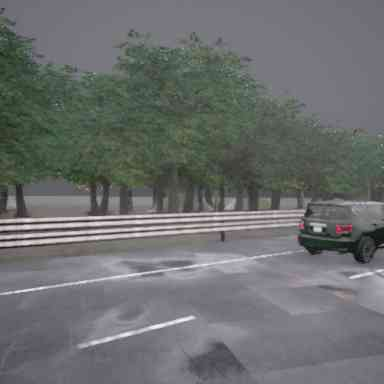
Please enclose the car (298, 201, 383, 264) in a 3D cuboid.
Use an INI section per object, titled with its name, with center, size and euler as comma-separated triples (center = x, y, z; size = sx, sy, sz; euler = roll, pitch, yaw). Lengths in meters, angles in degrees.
[car]
center = 6.420, 1.355, 12.572
size = 5.566, 2.045, 2.150
euler = 0, 0, -34
